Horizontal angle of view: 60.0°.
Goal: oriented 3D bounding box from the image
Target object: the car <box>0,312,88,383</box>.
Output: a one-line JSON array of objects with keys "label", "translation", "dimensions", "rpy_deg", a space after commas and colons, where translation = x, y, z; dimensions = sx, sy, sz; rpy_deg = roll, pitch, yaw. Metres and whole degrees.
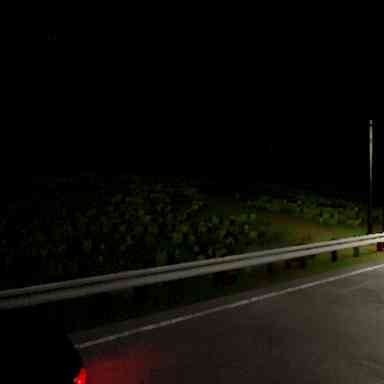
[{"label": "car", "translation": [-2.788, 1.563, 1.997], "dimensions": [4.181, 1.385, 1.994], "rpy_deg": [0, 0, -35]}]
